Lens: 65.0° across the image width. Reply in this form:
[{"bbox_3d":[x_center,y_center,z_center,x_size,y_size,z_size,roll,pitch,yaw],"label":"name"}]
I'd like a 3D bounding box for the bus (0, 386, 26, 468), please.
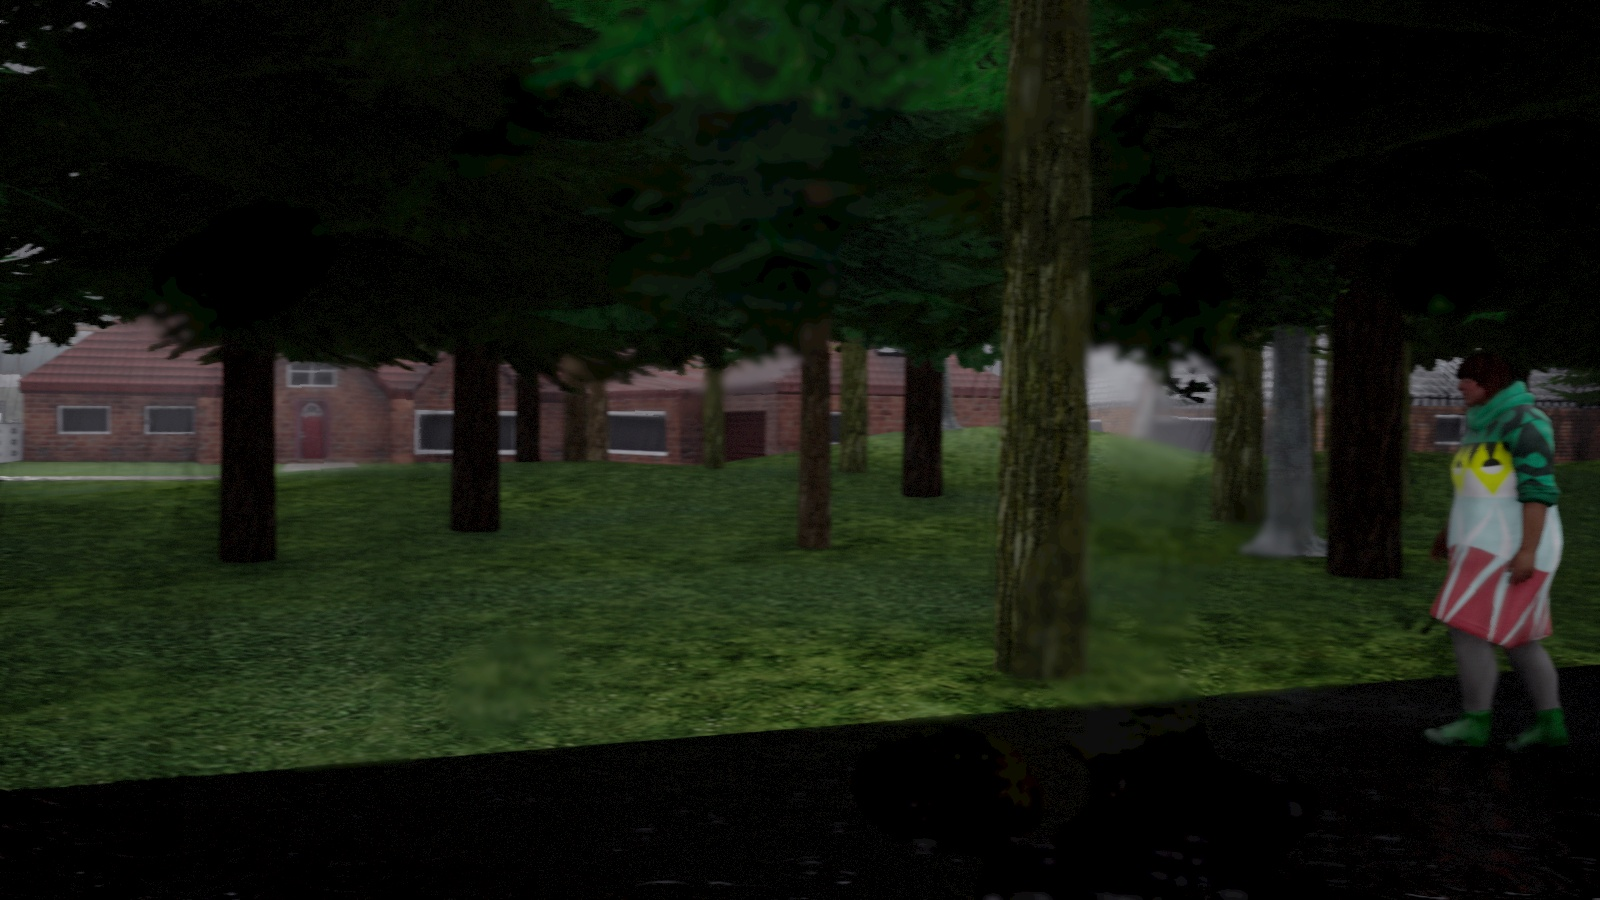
[{"bbox_3d":[-46.695,-1.134,65.363,10.273,4.253,3.944,-1,1,-21],"label":"bus"}]

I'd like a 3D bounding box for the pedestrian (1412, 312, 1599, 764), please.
[{"bbox_3d":[3.365,0.377,5.767,0.873,1.952,0.659,0,1,14],"label":"pedestrian"}]
